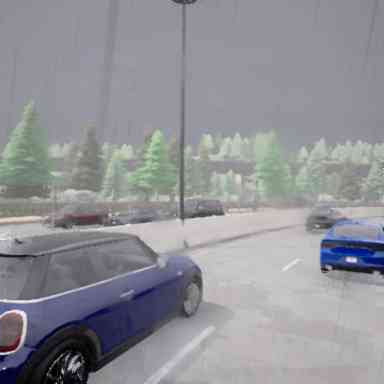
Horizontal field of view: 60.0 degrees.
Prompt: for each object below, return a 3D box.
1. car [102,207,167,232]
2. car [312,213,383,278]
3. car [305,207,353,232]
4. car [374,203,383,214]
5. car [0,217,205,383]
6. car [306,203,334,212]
[{"bbox_3d":[-3.807,1.795,22.697,1.994,1.385,4.181,0,-1,34],"label":"car"},{"bbox_3d":[5.490,1.684,10.943,1.882,1.535,5.008,0,-1,31],"label":"car"},{"bbox_3d":[9.161,1.900,22.432,1.837,1.490,4.892,0,-1,37],"label":"car"},{"bbox_3d":[30.056,2.517,50.728,4.892,1.490,1.837,1,-1,-32],"label":"car"},{"bbox_3d":[-1.518,1.399,5.275,2.097,1.767,4.553,0,-1,25],"label":"car"},{"bbox_3d":[20.213,2.433,52.535,4.674,1.442,1.812,1,-1,-35],"label":"car"}]
